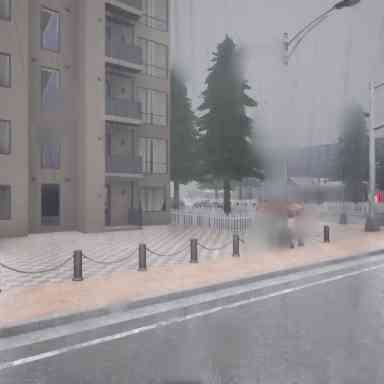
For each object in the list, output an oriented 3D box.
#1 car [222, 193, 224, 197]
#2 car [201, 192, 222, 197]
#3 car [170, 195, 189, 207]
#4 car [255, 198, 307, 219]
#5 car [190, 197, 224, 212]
[{"bbox_3d":[7.475,1.092,94.733,1.905,1.878,3.866,0,0,-37],"label":"car"},{"bbox_3d":[5.388,1.113,92.669,1.932,1.855,4.605,0,0,-37],"label":"car"},{"bbox_3d":[-3.253,1.563,50.387,2.033,1.411,5.357,0,0,-37],"label":"car"},{"bbox_3d":[7.872,1.367,29.600,2.097,1.767,4.553,0,0,-37],"label":"car"},{"bbox_3d":[1.828,1.579,37.589,1.994,1.385,4.181,0,0,-37],"label":"car"}]
